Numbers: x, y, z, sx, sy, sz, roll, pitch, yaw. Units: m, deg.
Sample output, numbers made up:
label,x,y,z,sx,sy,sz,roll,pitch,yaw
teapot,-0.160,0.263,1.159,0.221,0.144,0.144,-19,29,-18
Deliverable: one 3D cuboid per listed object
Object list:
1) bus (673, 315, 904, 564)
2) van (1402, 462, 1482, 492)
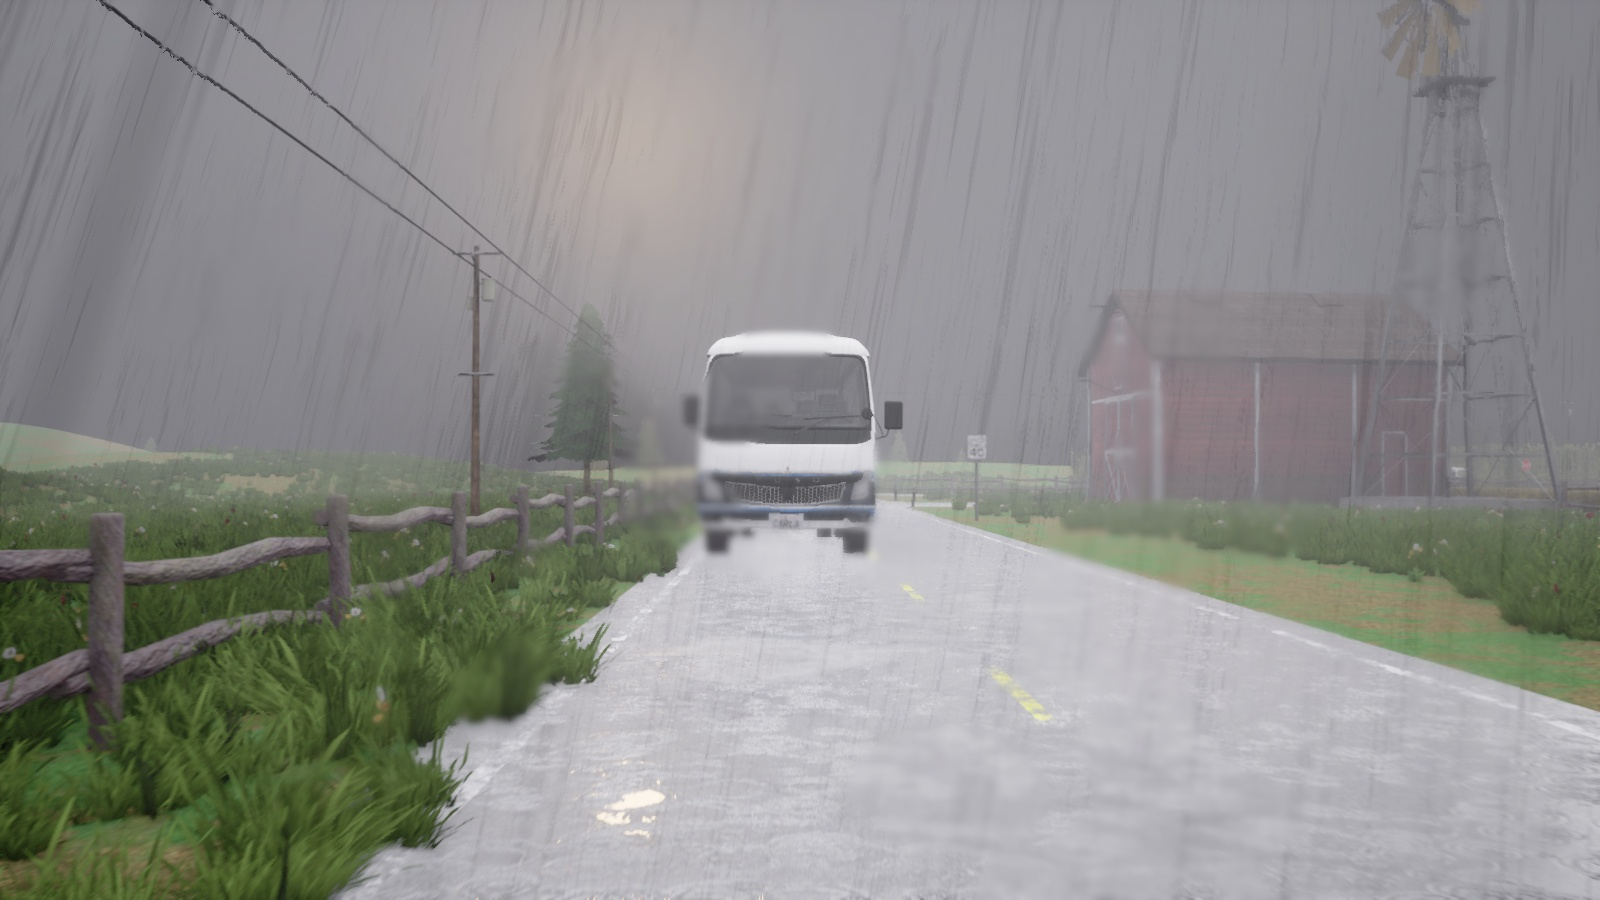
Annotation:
label,x,y,z,sx,sy,sz,roll,pitch,yaw
bus,-0.268,-0.101,26.654,3.944,4.253,10.273,0,-1,-1
van,43.962,1.843,86.032,4.480,2.038,2.069,0,-1,-6
